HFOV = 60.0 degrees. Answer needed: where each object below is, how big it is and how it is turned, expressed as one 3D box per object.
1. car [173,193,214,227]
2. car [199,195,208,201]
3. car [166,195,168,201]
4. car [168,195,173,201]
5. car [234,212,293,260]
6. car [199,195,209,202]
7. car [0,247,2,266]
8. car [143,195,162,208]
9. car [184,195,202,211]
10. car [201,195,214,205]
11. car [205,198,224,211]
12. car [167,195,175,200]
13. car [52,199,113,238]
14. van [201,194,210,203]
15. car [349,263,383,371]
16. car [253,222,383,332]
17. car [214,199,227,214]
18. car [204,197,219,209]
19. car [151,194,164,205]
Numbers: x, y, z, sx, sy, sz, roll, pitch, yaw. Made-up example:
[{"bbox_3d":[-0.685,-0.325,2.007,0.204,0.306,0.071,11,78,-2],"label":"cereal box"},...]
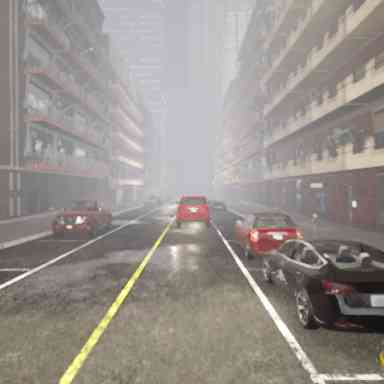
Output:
[{"bbox_3d":[0.095,1.204,22.605,2.150,2.045,5.566,0,0,0],"label":"car"},{"bbox_3d":[2.656,1.488,79.574,1.887,1.381,4.507,-1,0,0],"label":"car"},{"bbox_3d":[-5.717,1.539,57.193,1.802,1.307,4.206,-1,0,0],"label":"car"},{"bbox_3d":[-5.726,1.506,85.202,1.947,1.339,4.313,-1,0,0],"label":"car"},{"bbox_3d":[2.675,1.430,12.350,1.967,1.590,4.097,-1,0,0],"label":"car"},{"bbox_3d":[2.658,1.497,73.972,2.008,1.369,4.403,-1,0,0],"label":"car"},{"bbox_3d":[-5.702,1.546,6.774,2.008,1.369,4.403,-1,0,0],"label":"car"},{"bbox_3d":[-5.714,1.516,45.988,2.008,1.369,4.403,-1,0,0],"label":"car"},{"bbox_3d":[0.088,1.320,41.789,2.097,1.767,4.553,0,0,0],"label":"car"},{"bbox_3d":[2.661,1.397,57.167,1.967,1.590,4.097,-1,0,0],"label":"car"},{"bbox_3d":[2.668,1.519,40.361,2.008,1.369,4.403,-1,0,0],"label":"car"},{"bbox_3d":[-5.728,1.482,90.805,1.887,1.381,4.507,-1,0,0],"label":"car"},{"bbox_3d":[-5.709,1.301,17.978,2.192,1.841,5.009,-1,0,0],"label":"car"},{"bbox_3d":[2.656,1.291,68.371,1.690,1.788,3.998,-1,0,0],"label":"van"},{"bbox_3d":[2.679,1.524,1.316,1.752,1.417,4.829,-1,0,0],"label":"car"},{"bbox_3d":[2.678,1.560,6.748,1.947,1.339,4.313,-1,0,0],"label":"car"},{"bbox_3d":[2.670,1.539,34.758,1.947,1.339,4.313,-1,0,0],"label":"car"},{"bbox_3d":[2.666,1.490,46.133,1.752,1.417,4.829,-1,0,0],"label":"car"},{"bbox_3d":[-5.719,1.276,51.591,2.192,1.841,5.009,-1,0,0],"label":"car"}]
